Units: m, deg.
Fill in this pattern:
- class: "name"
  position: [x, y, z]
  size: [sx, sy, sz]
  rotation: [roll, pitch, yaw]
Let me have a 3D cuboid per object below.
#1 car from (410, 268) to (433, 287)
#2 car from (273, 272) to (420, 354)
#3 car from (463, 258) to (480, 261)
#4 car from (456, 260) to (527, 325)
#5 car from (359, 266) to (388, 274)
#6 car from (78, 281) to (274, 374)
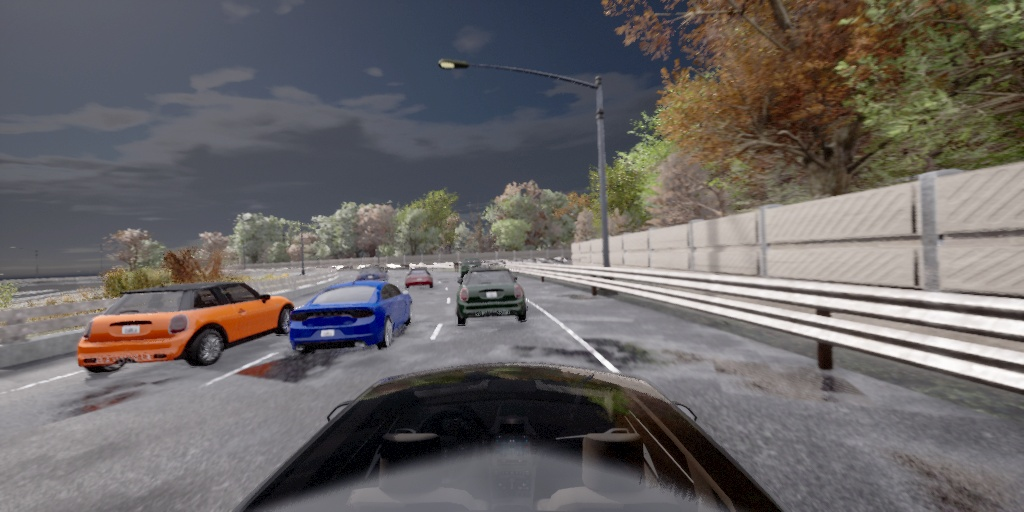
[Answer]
- class: "car"
  position: [-7.081, 1.651, 27.366]
  size: [1.994, 1.385, 4.181]
  rotation: [-2, 0, -15]
- class: "car"
  position: [-3.939, 1.404, 9.628]
  size: [1.882, 1.535, 5.008]
  rotation: [-2, 0, -6]
- class: "car"
  position: [-4.205, 1.209, 37.618]
  size: [2.150, 2.045, 5.566]
  rotation: [-2, 0, -6]
- class: "car"
  position: [-0.813, 1.153, 12.460]
  size: [2.097, 1.767, 4.553]
  rotation: [-2, 0, -6]
- class: "car"
  position: [-10.982, 1.604, 28.410]
  size: [2.097, 1.767, 4.553]
  rotation: [-2, 0, -15]
- class: "car"
  position: [-7.381, 1.421, 8.875]
  size: [2.097, 1.767, 4.553]
  rotation: [-2, 0, -5]
